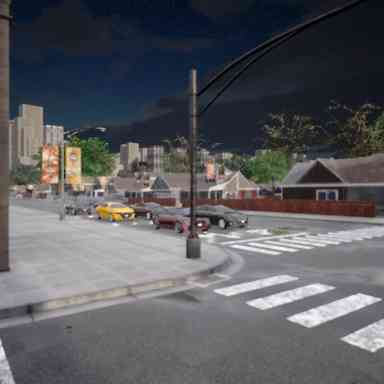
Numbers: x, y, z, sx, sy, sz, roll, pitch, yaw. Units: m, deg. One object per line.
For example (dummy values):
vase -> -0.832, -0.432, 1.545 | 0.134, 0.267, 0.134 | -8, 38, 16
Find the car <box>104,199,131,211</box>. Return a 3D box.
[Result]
car -> -10.116, 1.746, 44.858 | 1.837, 1.490, 4.892 | 0, -1, -35

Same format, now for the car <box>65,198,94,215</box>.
car -> -12.664, 1.723, 36.911 | 1.837, 1.490, 4.892 | 0, 0, -35

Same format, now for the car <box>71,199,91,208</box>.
car -> -19.297, 1.879, 57.714 | 2.033, 1.411, 5.357 | 0, 0, -34

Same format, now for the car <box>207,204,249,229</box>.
car -> 1.716, 1.596, 22.318 | 1.837, 1.490, 4.892 | 0, 0, -35

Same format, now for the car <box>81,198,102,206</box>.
car -> -18.987, 1.898, 62.727 | 2.033, 1.411, 5.357 | 0, 0, -35

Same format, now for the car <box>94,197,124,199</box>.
car -> -9.852, 1.691, 38.563 | 1.882, 1.535, 5.008 | 0, 0, -35

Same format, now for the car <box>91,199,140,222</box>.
car -> -6.659, 1.633, 28.487 | 1.882, 1.535, 5.008 | 0, 0, -36

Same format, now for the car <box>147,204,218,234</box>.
car -> -0.704, 1.655, 20.114 | 1.994, 1.385, 4.181 | 0, 0, -35

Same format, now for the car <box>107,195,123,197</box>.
car -> -12.828, 1.514, 54.254 | 2.150, 2.045, 5.566 | 0, 0, -36

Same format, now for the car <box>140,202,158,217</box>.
car -> -3.868, 1.656, 30.151 | 1.837, 1.490, 4.892 | 0, 0, -36
